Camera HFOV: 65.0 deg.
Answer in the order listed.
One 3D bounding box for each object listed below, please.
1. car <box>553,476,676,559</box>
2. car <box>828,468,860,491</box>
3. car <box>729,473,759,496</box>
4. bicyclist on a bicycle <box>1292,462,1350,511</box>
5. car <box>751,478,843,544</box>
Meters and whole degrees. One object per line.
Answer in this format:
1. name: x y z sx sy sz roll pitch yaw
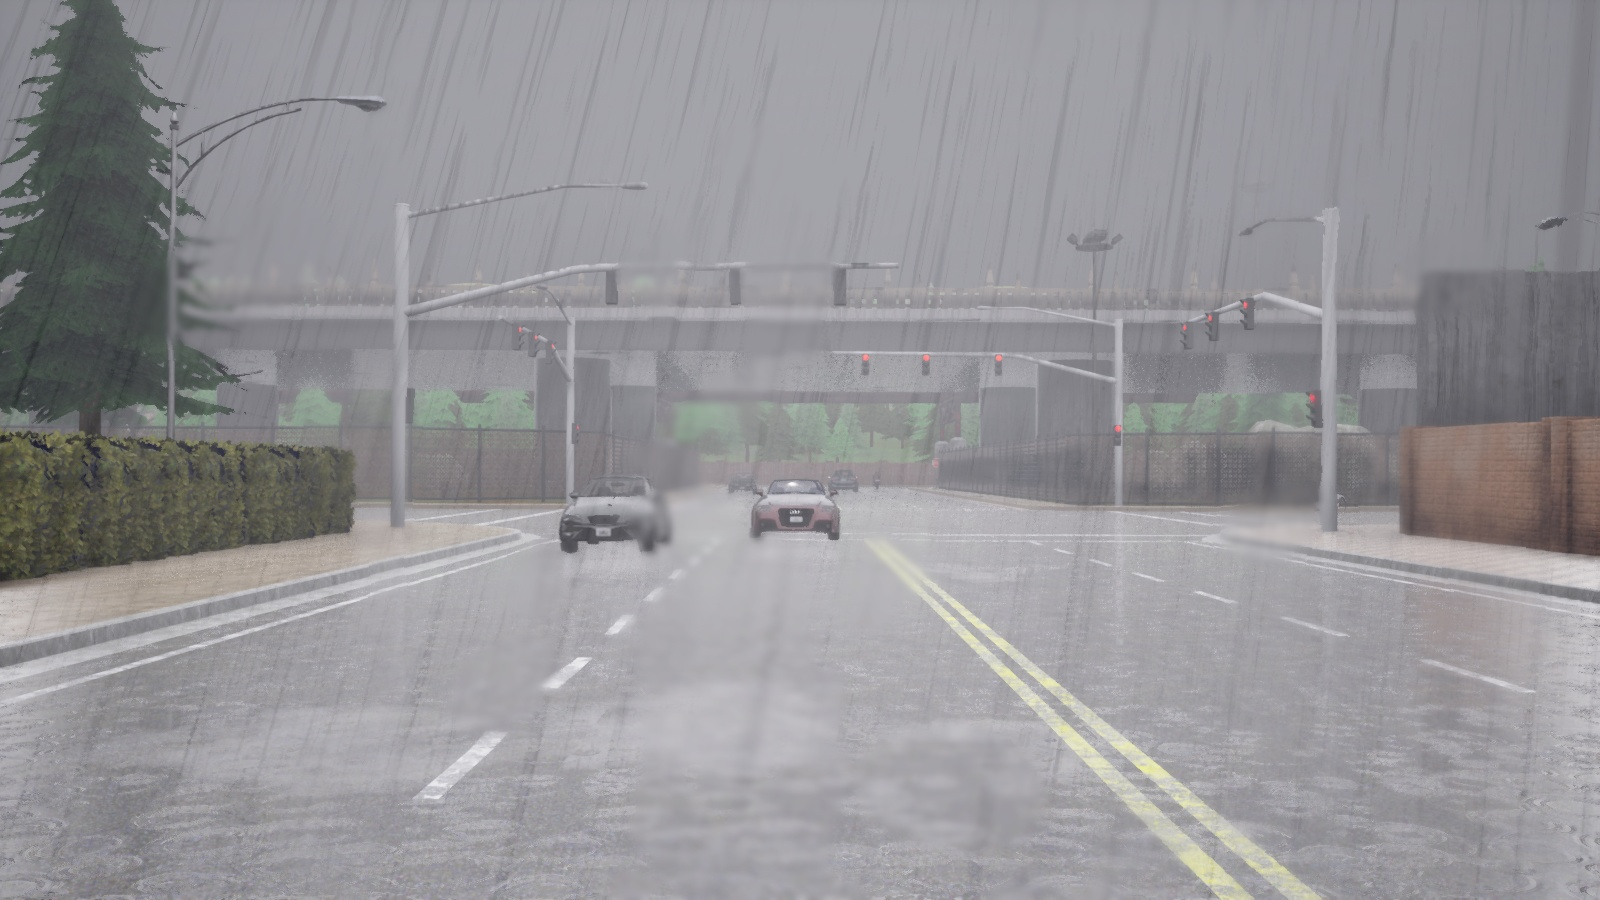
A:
1. car: -3.562 1.257 24.769 1.816 1.474 4.193 0 -1 0
2. car: 3.262 2.234 94.807 2.242 1.667 4.611 0 -1 0
3. car: -3.707 2.236 83.174 1.816 1.474 4.193 0 -1 0
4. bicyclist on a bicycle: 18.956 1.319 45.688 1.843 1.776 0.659 0 -1 0
5. car: -0.073 1.366 29.436 1.994 1.385 4.181 0 -1 0
